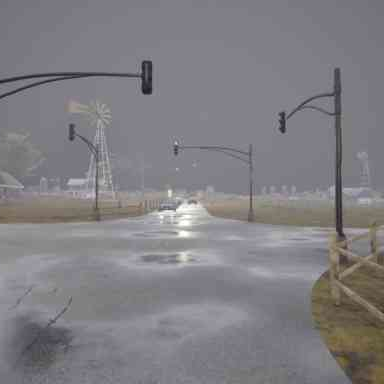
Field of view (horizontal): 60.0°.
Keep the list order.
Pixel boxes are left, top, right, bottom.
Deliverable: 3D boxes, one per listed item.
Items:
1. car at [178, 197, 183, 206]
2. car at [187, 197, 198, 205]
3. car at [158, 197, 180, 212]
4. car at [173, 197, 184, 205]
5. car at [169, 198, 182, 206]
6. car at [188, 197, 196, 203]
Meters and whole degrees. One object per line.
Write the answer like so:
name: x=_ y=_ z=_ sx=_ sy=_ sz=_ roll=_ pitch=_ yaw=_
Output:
car: x=-2.879 y=1.630 z=48.489 sx=2.128 sy=1.511 sz=4.902 roll=0 pitch=0 yaw=0
car: x=0.064 y=1.747 z=65.896 sx=1.837 sy=1.490 sz=4.892 roll=0 pitch=0 yaw=0
car: x=-2.877 y=1.661 z=39.747 sx=1.994 sy=1.385 sz=4.181 roll=0 pitch=0 yaw=0
car: x=-2.790 y=1.810 z=69.078 sx=2.033 sy=1.411 sz=5.357 roll=0 pitch=0 yaw=0
car: x=-2.865 y=1.796 z=58.470 sx=1.895 sy=1.301 sz=4.718 roll=0 pitch=0 yaw=0
car: x=-0.040 y=1.856 z=78.574 sx=1.812 sy=1.442 sz=4.674 roll=0 pitch=0 yaw=0
